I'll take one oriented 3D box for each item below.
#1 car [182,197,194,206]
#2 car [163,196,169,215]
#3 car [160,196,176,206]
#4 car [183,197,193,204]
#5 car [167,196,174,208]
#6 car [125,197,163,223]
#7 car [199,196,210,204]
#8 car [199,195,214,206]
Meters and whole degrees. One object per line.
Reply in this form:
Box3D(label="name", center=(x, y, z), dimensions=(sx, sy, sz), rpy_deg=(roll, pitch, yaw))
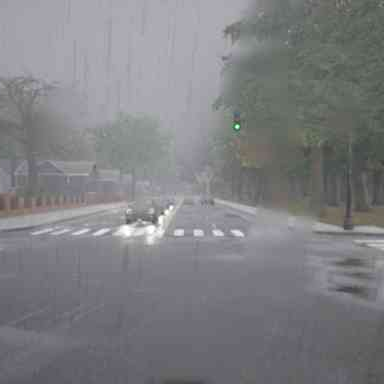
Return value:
Box3D(label="car", center=(-0.645, 1.529, 55.850), dimensions=(2.033, 1.411, 5.357), rpy_deg=(0, 0, -1))
Box3D(label="car", center=(-3.675, 1.457, 33.763), dimensions=(1.837, 1.490, 4.892), rpy_deg=(0, 0, -1))
Box3D(label="car", center=(-3.931, 1.455, 55.212), dimensions=(2.128, 1.511, 4.902), rpy_deg=(0, 0, 0))
Box3D(label="car", center=(-0.789, 1.600, 66.304), dimensions=(1.895, 1.301, 4.718), rpy_deg=(0, 0, -1))
Box3D(label="car", center=(-3.815, 1.450, 43.705), dimensions=(2.128, 1.511, 4.902), rpy_deg=(0, 0, -1))
Box3D(label="car", center=(-3.549, 1.297, 24.615), dimensions=(2.097, 1.767, 4.553), rpy_deg=(0, 0, -1))
Box3D(label="car", center=(2.460, 1.565, 66.318), dimensions=(2.033, 1.411, 5.357), rpy_deg=(0, 0, -1))
Box3D(label="car", center=(2.601, 1.351, 56.283), dimensions=(2.097, 1.767, 4.553), rpy_deg=(0, 0, -1))
